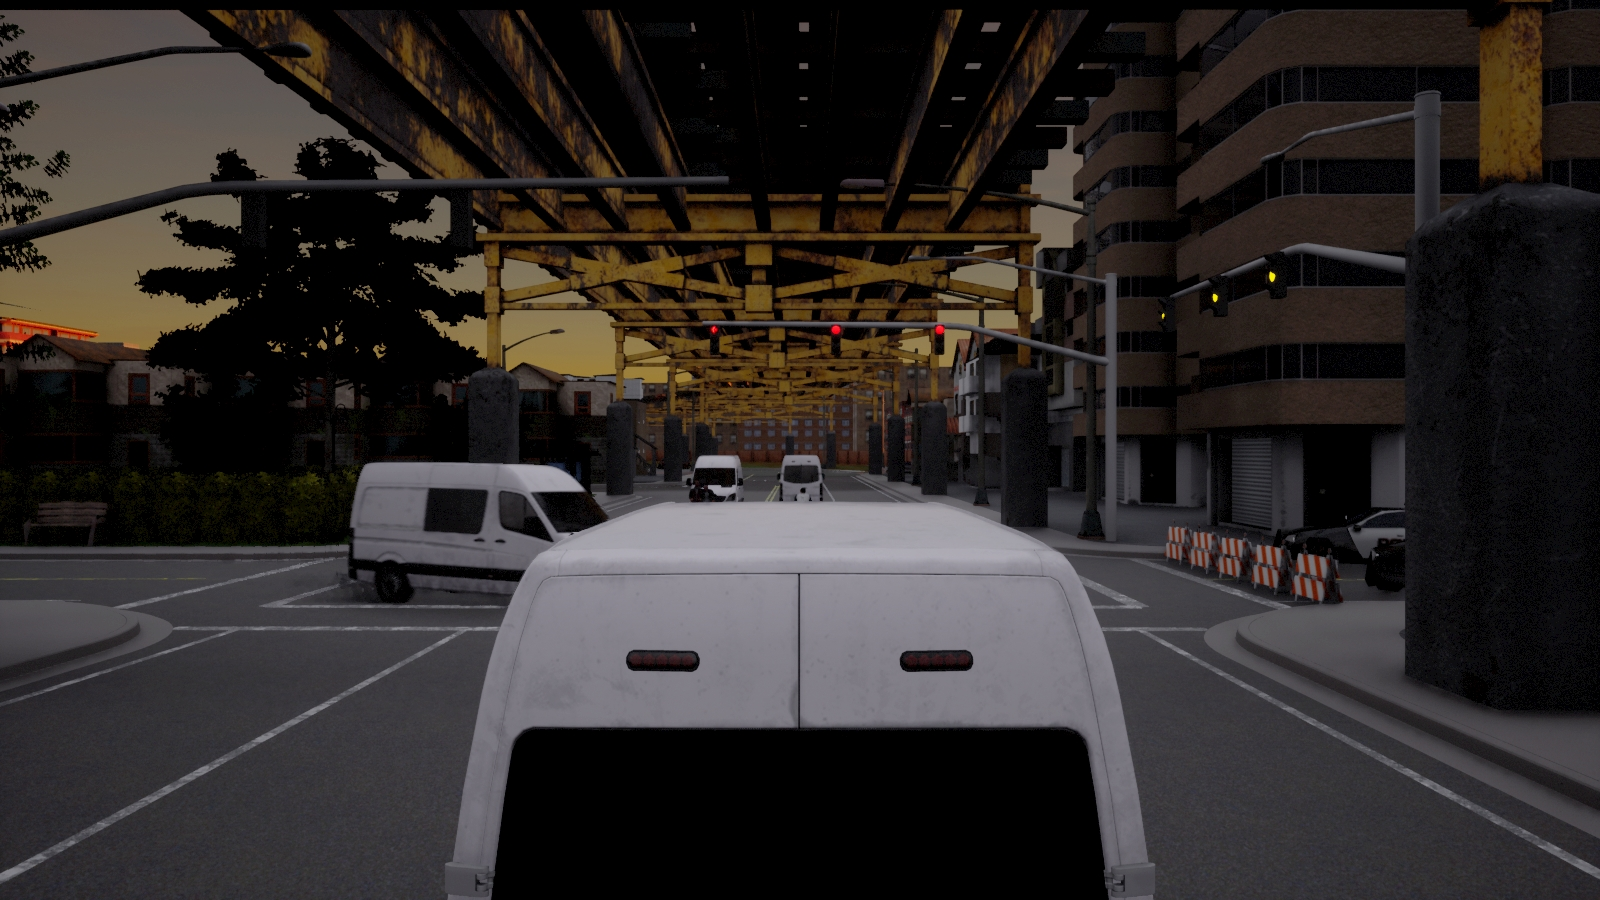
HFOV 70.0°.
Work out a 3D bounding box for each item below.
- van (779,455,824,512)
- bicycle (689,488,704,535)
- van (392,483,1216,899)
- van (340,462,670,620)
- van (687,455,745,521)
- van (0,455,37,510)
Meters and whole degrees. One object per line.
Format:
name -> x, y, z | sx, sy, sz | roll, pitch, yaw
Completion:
van -> 0.061, 1.511, 54.258 | 1.988, 2.561, 5.915 | 0, 0, 0
bicycle -> -3.463, 2.031, 38.264 | 0.329, 1.496, 1.835 | 0, 0, 1
van -> 0.015, 1.531, 5.717 | 1.988, 2.561, 5.915 | 0, 0, 0
van -> -5.447, 1.525, 20.855 | 5.915, 2.561, 1.988 | 0, -2, 26
van -> -3.456, 1.514, 48.058 | 1.988, 2.561, 5.915 | 0, 0, 0
van -> -38.717, 1.512, 52.378 | 1.988, 2.561, 5.915 | 0, 0, 45
